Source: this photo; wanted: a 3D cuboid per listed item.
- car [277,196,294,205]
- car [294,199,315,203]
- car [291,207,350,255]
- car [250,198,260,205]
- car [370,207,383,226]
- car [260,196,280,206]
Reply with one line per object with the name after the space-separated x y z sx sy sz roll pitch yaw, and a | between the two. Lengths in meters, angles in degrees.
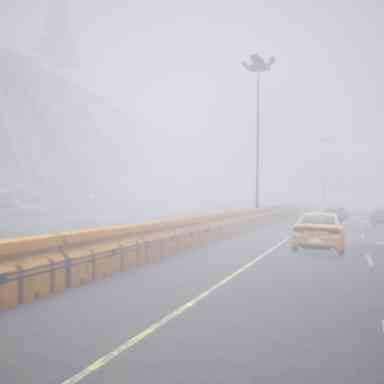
19.277 2.032 65.820 1.837 1.490 4.892 0 0 39 | car
21.843 2.022 63.414 1.882 1.535 5.008 0 0 39 | car
5.533 1.604 14.217 1.882 1.535 5.008 0 0 26 | car
14.136 1.987 70.587 1.882 1.535 5.008 0 0 39 | car
14.846 1.841 25.533 1.994 1.385 4.181 0 0 26 | car
16.677 1.746 68.167 2.150 2.045 5.566 0 0 39 | car
